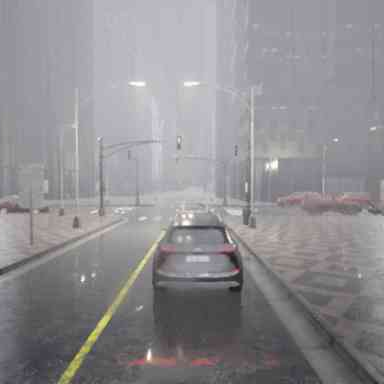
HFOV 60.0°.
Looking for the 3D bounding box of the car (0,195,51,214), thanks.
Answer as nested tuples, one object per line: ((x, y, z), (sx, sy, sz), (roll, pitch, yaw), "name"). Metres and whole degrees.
((-14.821, 1.251, 29.432), (4.507, 1.381, 1.887), (0, 1, 0), "car")

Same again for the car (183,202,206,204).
((0.155, 1.314, 17.751), (1.837, 1.490, 4.892), (0, 1, 0), "car")

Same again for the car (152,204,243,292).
((0.137, 1.334, 8.663), (2.033, 1.649, 4.856), (0, 1, 1), "car")

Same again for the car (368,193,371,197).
((17.877, 0.940, 37.938), (5.009, 1.841, 2.192), (0, 1, 0), "car")

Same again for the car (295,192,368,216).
((12.221, 1.142, 29.418), (5.009, 1.841, 2.192), (0, 1, 0), "car")

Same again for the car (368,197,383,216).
((17.863, 1.420, 29.422), (4.313, 1.339, 1.947), (0, 1, 0), "car")

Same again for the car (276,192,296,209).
((12.234, 0.912, 37.940), (5.009, 1.841, 2.192), (0, 1, 0), "car")
